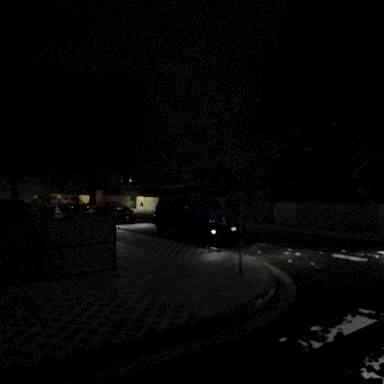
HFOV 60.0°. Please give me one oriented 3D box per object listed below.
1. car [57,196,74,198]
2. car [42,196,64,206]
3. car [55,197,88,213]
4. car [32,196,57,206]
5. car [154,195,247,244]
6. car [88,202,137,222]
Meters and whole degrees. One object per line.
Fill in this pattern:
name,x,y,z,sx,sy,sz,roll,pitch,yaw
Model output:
car,-15.821,1.314,43.658,1.882,1.535,5.008,0,0,-35
car,-21.729,1.340,51.836,2.033,1.411,5.357,0,0,-36
car,-11.744,1.476,32.979,1.895,1.301,4.718,0,0,-35
car,-20.573,1.064,45.492,2.033,1.411,5.357,0,0,-36
car,0.169,1.199,16.302,2.150,2.045,5.566,0,0,-36
car,-5.803,1.451,24.661,1.812,1.442,4.674,0,0,-36
